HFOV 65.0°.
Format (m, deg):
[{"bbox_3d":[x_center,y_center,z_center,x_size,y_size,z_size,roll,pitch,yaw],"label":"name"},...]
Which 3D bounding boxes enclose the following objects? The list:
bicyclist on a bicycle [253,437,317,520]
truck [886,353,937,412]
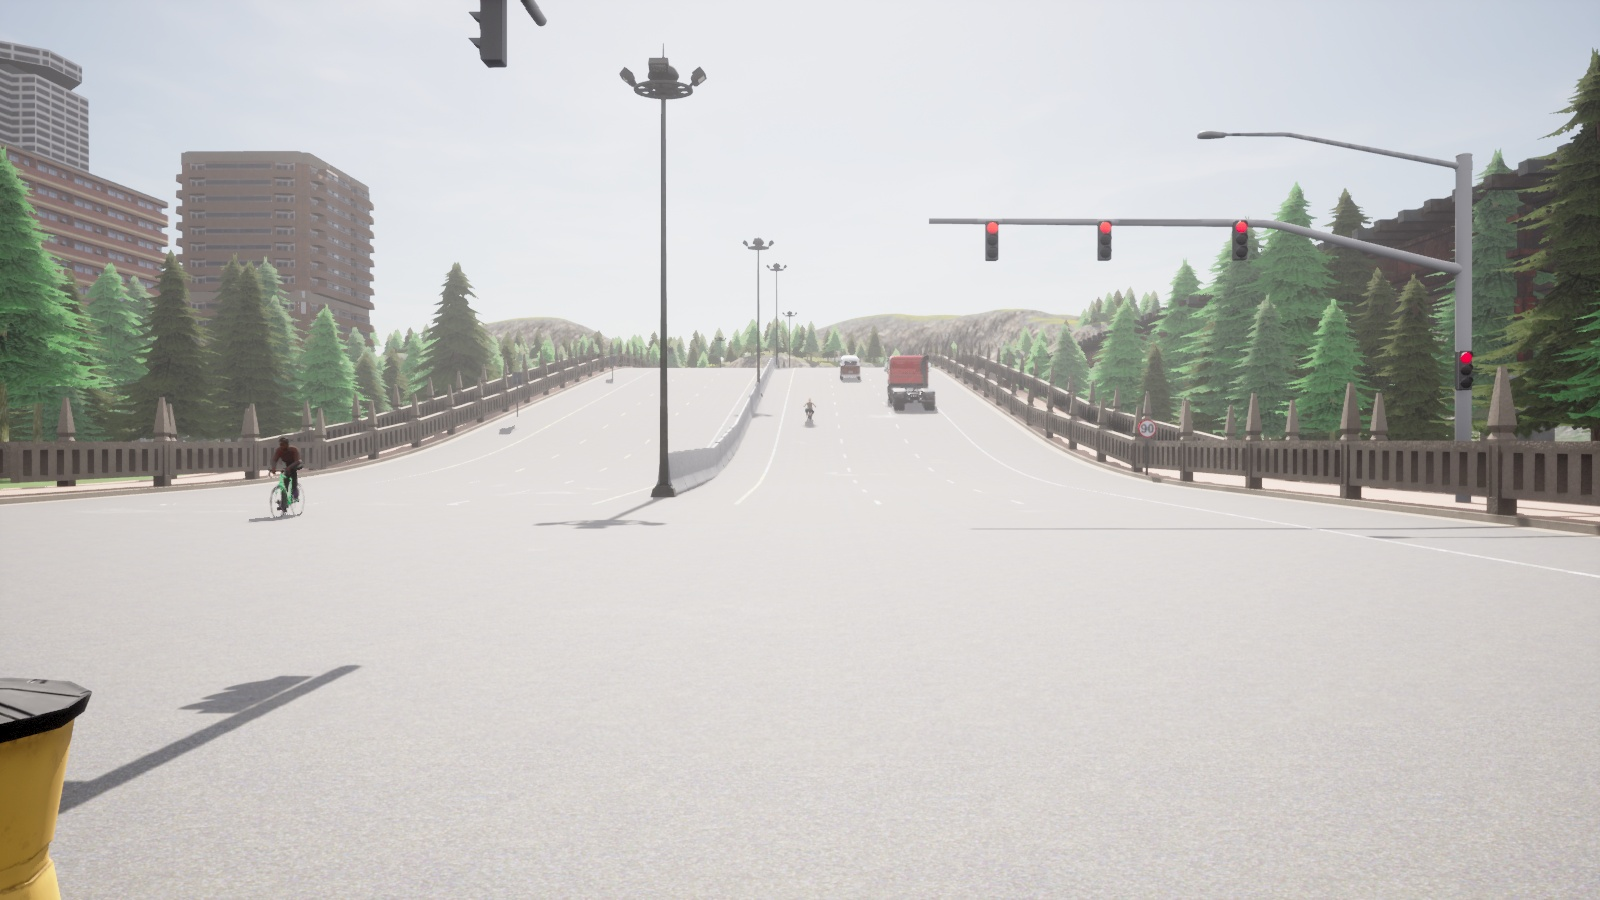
[{"bbox_3d":[-10.339,0.548,25.257,0.582,1.620,1.656,0,1,0],"label":"bicyclist on a bicycle"},{"bbox_3d":[7.727,-4.796,87.691,2.891,3.462,7.936,0,8,1],"label":"truck"}]
